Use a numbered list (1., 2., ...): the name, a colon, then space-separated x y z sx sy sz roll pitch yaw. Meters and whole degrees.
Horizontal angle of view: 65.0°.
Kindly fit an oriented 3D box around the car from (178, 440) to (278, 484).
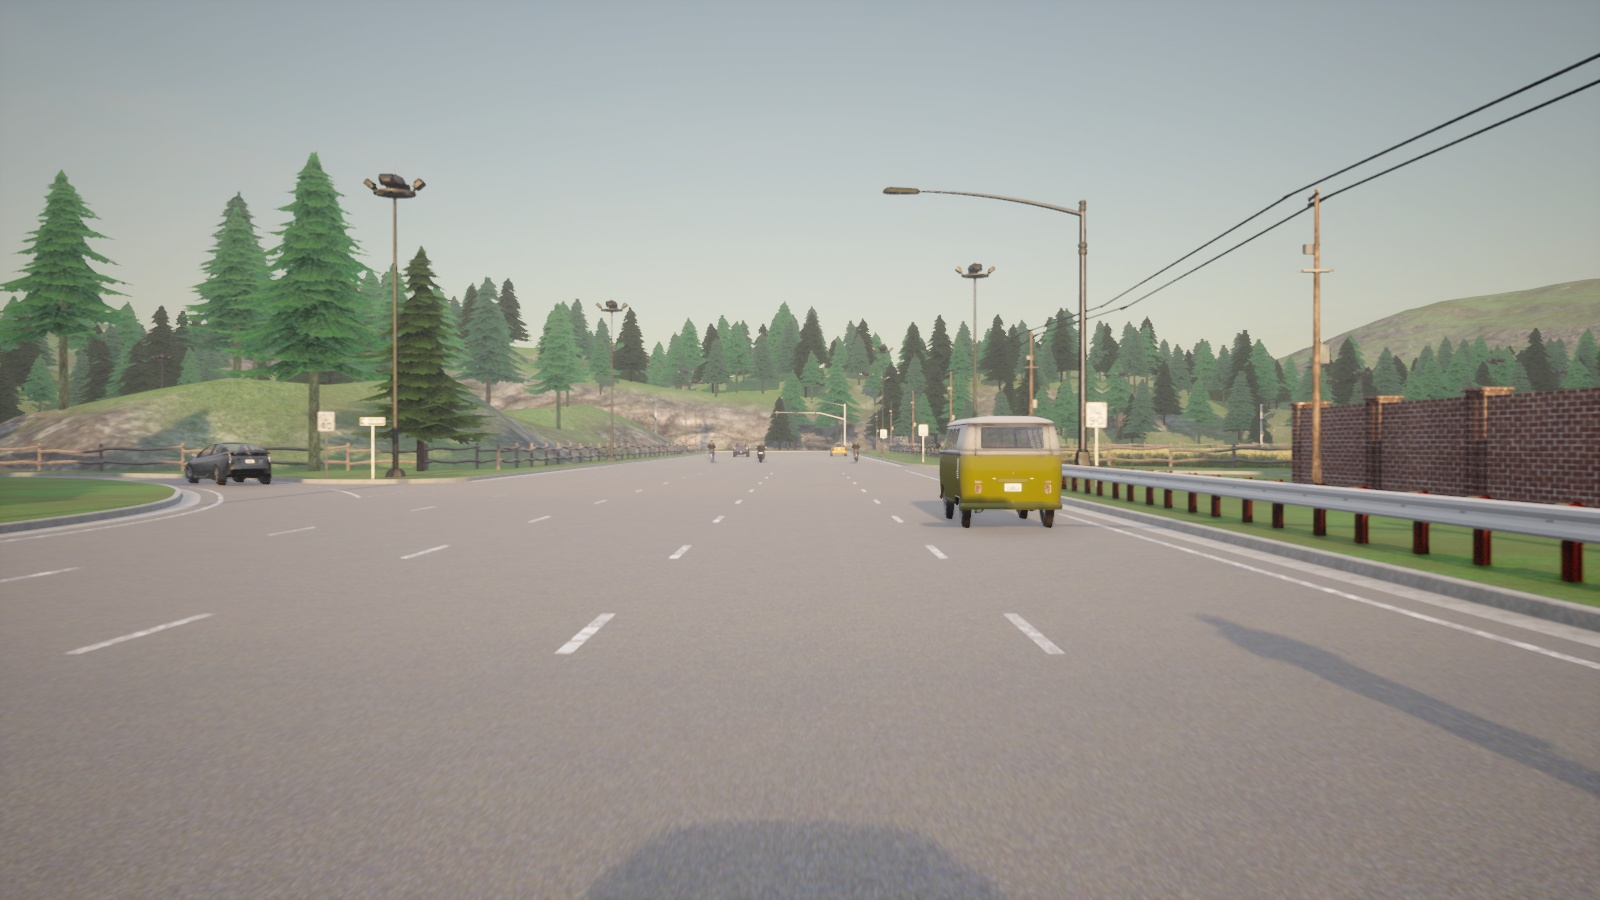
1. car: -20.890 0.418 45.775 2.007 1.525 4.514 0 0 -43

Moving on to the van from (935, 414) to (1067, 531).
1. van: 3.648 0.370 23.499 1.775 1.987 4.442 0 0 0

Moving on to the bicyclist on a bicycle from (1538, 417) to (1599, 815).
1. bicyclist on a bicycle: 3.542 0.676 4.705 0.582 1.620 1.656 0 0 0
